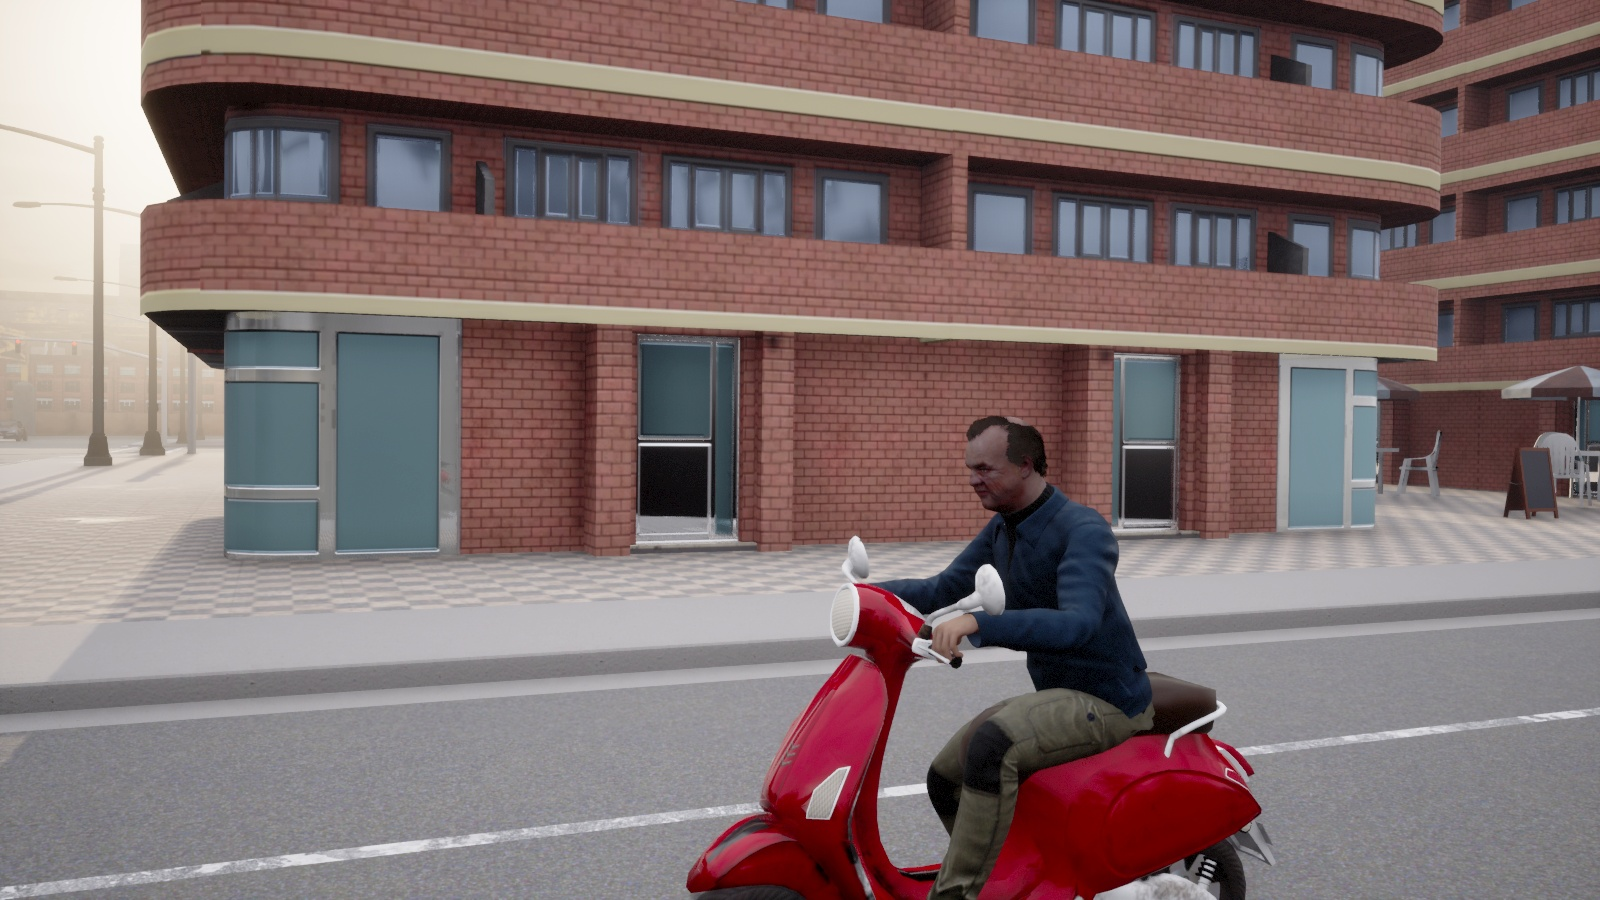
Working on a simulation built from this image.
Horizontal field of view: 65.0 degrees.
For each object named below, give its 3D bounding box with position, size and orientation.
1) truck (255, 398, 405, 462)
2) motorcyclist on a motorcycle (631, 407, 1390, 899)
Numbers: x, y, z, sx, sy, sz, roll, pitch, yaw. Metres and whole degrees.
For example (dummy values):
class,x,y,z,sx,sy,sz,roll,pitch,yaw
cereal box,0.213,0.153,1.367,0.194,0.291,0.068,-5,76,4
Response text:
class,x,y,z,sx,sy,sz,roll,pitch,yaw
truck,-27.304,-1.214,73.036,7.936,3.462,2.891,-2,1,-23
motorcyclist on a motorcycle,0.546,0.691,3.382,1.817,1.590,0.866,-1,1,-21
